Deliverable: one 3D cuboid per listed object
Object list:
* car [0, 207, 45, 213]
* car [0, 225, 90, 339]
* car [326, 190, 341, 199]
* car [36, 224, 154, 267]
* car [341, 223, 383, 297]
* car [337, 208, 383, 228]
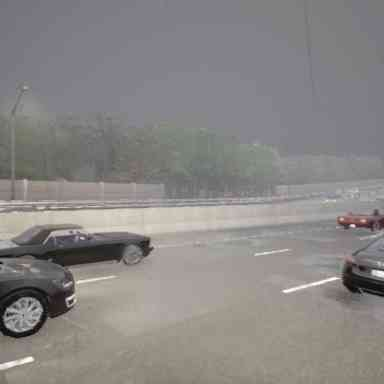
[{"bbox_3d":[-9.796,1.549,18.491,5.357,1.411,2.033,0,0,-35],"label":"car"},{"bbox_3d":[-4.300,1.504,4.976,4.892,1.490,1.837,0,0,-36],"label":"car"},{"bbox_3d":[33.083,0.603,77.483,2.150,2.045,5.566,0,2,37],"label":"car"},{"bbox_3d":[-3.537,1.603,9.820,4.718,1.301,1.895,0,0,-35],"label":"car"},{"bbox_3d":[5.318,1.574,7.652,4.181,1.385,1.994,0,0,-35],"label":"car"},{"bbox_3d":[10.894,1.623,20.061,4.718,1.301,1.895,0,0,-35],"label":"car"}]
